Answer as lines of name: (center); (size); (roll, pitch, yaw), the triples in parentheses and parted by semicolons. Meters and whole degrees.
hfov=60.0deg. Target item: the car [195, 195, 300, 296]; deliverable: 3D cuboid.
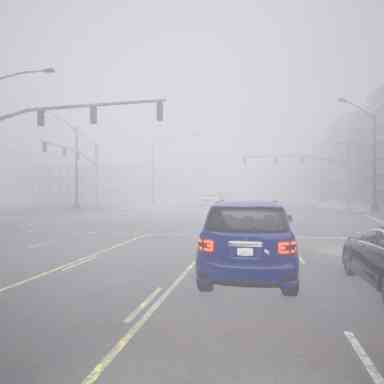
car: (1.507, 1.221, 8.903); (2.150, 2.045, 5.566); (0, 0, 11)

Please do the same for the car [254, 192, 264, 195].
car: (15.223, 0.860, 75.415); (1.837, 1.490, 4.892); (0, 1, 11)

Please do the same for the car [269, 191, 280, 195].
car: (18.702, 0.881, 74.961); (2.128, 1.511, 4.902); (0, 1, 11)

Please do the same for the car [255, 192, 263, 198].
car: (17.170, 0.755, 85.272); (1.994, 1.385, 4.181); (0, 1, 11)

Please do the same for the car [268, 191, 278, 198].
car: (20.677, 0.552, 84.966); (2.097, 1.767, 4.553); (0, 1, 11)

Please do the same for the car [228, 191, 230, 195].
car: (6.588, 0.741, 67.884); (2.150, 2.045, 5.566); (0, 1, 12)

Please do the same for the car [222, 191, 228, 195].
car: (4.492, 0.926, 57.643); (2.150, 2.045, 5.566); (0, 1, 11)

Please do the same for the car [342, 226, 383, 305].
car: (4.775, 1.492, 7.383); (2.128, 1.511, 4.902); (0, 0, 11)

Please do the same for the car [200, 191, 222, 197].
car: (2.470, 1.079, 47.455); (2.150, 2.045, 5.566); (0, 1, 11)
